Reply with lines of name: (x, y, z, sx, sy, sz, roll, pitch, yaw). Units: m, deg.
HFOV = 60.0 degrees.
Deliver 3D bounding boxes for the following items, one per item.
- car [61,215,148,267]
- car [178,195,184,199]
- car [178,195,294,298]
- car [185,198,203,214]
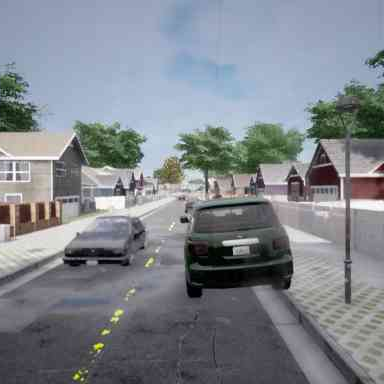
car: (-2.711, 1.539, 11.708, 2.033, 1.411, 5.357, 0, 0, 0)
car: (-2.465, 1.404, 82.915, 2.033, 1.411, 5.357, 0, 0, 0)
car: (0.903, 1.142, 8.661, 2.150, 2.045, 5.566, -5, 0, 0)
car: (0.193, 1.457, 36.222, 1.837, 1.490, 4.892, 0, 0, 0)
